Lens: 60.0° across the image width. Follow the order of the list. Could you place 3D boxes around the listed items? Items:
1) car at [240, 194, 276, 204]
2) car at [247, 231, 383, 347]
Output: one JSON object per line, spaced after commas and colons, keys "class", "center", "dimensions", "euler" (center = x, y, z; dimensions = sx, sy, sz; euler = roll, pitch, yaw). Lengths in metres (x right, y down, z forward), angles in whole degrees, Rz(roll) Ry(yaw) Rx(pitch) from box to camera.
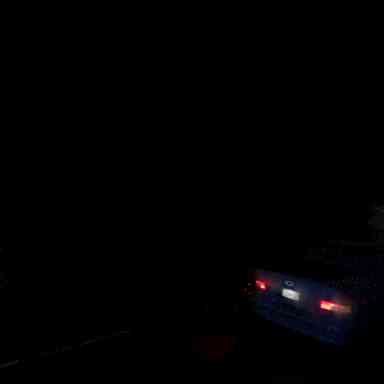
{"class": "car", "center": [9.273, 0.924, 47.409], "dimensions": [2.033, 1.411, 5.357], "euler": [-1, 1, -38]}
{"class": "car", "center": [3.447, 1.450, 6.125], "dimensions": [5.357, 1.411, 2.033], "euler": [-1, 1, -35]}
